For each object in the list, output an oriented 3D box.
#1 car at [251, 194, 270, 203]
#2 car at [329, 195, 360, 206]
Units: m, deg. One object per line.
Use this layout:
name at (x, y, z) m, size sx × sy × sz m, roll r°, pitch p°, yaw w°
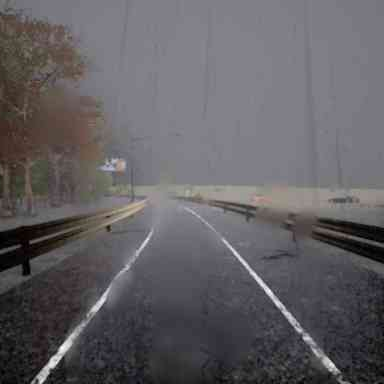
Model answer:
car at (14.455, 1.309, 70.559) m, size 2.097 × 1.767 × 4.553 m, roll 0°, pitch 0°, yaw -26°
car at (23.517, 1.263, 51.624) m, size 2.128 × 1.511 × 4.902 m, roll 0°, pitch 0°, yaw -26°
